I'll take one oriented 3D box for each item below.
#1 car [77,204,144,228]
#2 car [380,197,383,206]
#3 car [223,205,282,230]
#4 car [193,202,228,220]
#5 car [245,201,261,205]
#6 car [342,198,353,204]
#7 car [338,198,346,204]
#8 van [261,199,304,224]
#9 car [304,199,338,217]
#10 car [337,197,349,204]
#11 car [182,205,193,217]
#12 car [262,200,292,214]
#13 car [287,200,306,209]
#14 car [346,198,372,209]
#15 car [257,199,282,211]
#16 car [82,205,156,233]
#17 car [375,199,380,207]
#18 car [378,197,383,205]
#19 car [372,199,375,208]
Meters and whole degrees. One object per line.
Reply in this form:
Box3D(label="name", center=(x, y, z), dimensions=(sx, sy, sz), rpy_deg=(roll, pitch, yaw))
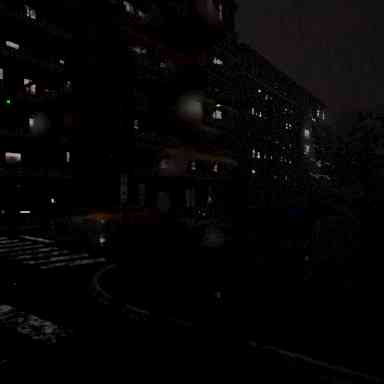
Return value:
Box3D(label="car", center=(-5.699, 1.626, 23.719), dimensions=(2.008, 1.369, 4.403), rpy_deg=(1, 0, 36))
Box3D(label="car", center=(37.180, 2.251, 67.711), dimensions=(1.887, 1.381, 4.507), rpy_deg=(1, 0, 36))
Box3D(label="car", center=(4.324, 1.826, 23.189), dimensions=(1.947, 1.339, 4.313), rpy_deg=(1, 0, 36))
Box3D(label="car", center=(2.472, 1.709, 30.424), dimensions=(1.837, 1.490, 4.892), rpy_deg=(1, 0, 36))
Box3D(label="car", center=(7.443, 1.840, 41.528), dimensions=(1.802, 1.307, 4.206), rpy_deg=(1, 0, 36))
Box3D(label="car", center=(40.199, 2.220, 85.913), dimensions=(1.752, 1.417, 4.829), rpy_deg=(1, 0, 36))
Box3D(label="car", center=(33.728, 2.176, 77.145), dimensions=(1.947, 1.339, 4.313), rpy_deg=(1, 0, 36))
Box3D(label="van", center=(7.612, 1.647, 27.641), dimensions=(1.690, 1.788, 3.998), rpy_deg=(1, 0, 36))
Box3D(label="car", center=(14.182, 1.837, 36.546), dimensions=(1.967, 1.590, 4.097), rpy_deg=(1, 0, 36))
Box3D(label="car", center=(37.015, 2.093, 81.598), dimensions=(1.967, 1.590, 4.097), rpy_deg=(1, 0, 36))
Box3D(label="car", center=(0.872, 1.712, 32.623), dimensions=(1.887, 1.381, 4.507), rpy_deg=(1, 0, 36))
Box3D(label="car", center=(10.655, 1.794, 41.472), dimensions=(1.882, 1.535, 5.008), rpy_deg=(1, 1, 37))
Box3D(label="car", center=(17.300, 1.974, 54.885), dimensions=(1.802, 1.307, 4.206), rpy_deg=(1, 0, 36))
Box3D(label="car", center=(27.326, 1.891, 54.355), dimensions=(2.192, 1.841, 5.009), rpy_deg=(1, 0, 36))
Box3D(label="car", center=(10.730, 1.743, 45.980), dimensions=(1.967, 1.590, 4.097), rpy_deg=(1, 0, 36))
Box3D(label="car", center=(-4.412, 1.585, 21.106), dimensions=(1.882, 1.535, 5.008), rpy_deg=(1, 0, 37))
Box3D(label="car", center=(33.895, 2.103, 63.259), dimensions=(1.967, 1.590, 4.097), rpy_deg=(1, 0, 36))
Box3D(label="car", center=(47.040, 2.150, 81.068), dimensions=(2.192, 1.841, 5.009), rpy_deg=(1, 0, 36))
Box3D(label="car", center=(30.608, 2.202, 58.806), dimensions=(1.802, 1.307, 4.206), rpy_deg=(1, 0, 36))
